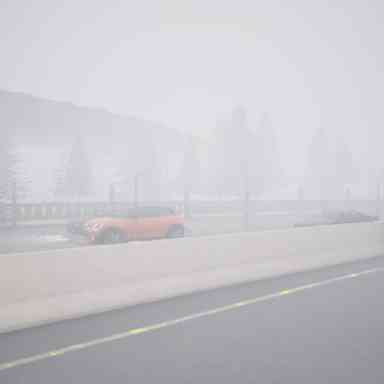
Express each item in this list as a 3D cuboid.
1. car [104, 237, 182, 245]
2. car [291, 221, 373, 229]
[{"bbox_3d":[-2.619,1.375,14.862,4.553,1.767,2.097,0,0,-34],"label":"car"},{"bbox_3d":[7.561,1.604,17.294,5.357,1.411,2.033,0,0,-30],"label":"car"}]
